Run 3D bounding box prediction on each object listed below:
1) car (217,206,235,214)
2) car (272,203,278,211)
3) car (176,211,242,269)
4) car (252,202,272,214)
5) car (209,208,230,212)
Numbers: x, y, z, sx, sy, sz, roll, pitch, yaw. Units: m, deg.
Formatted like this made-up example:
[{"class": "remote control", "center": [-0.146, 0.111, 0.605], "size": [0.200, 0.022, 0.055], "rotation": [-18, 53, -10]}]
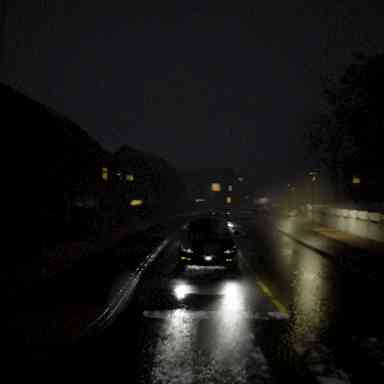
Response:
[{"class": "car", "center": [3.228, 2.127, 33.769], "size": [1.895, 1.301, 4.718], "rotation": [1, -1, 12]}, {"class": "car", "center": [12.974, 2.410, 55.098], "size": [1.994, 1.385, 4.181], "rotation": [1, 0, 23]}, {"class": "car", "center": [0.588, 1.681, 11.949], "size": [1.837, 1.490, 4.892], "rotation": [1, -1, 3]}, {"class": "car", "center": [9.493, 2.314, 45.702], "size": [1.994, 1.385, 4.181], "rotation": [1, 0, 18]}, {"class": "car", "center": [1.279, 1.922, 21.504], "size": [1.895, 1.301, 4.718], "rotation": [1, -1, 7]}]
